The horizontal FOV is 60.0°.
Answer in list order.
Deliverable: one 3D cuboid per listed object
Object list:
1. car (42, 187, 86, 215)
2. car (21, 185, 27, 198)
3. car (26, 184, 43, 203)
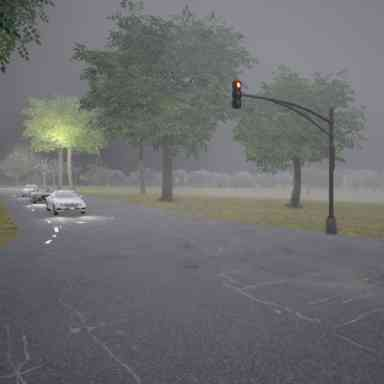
[{"bbox_3d":[-8.363,0.615,21.864,1.812,1.442,4.674,0,2,-31],"label":"car"},{"bbox_3d":[-18.857,-0.147,39.019,1.812,1.442,4.674,0,2,-31],"label":"car"},{"bbox_3d":[-13.592,0.268,30.408,1.994,1.385,4.181,0,2,-31],"label":"car"}]
